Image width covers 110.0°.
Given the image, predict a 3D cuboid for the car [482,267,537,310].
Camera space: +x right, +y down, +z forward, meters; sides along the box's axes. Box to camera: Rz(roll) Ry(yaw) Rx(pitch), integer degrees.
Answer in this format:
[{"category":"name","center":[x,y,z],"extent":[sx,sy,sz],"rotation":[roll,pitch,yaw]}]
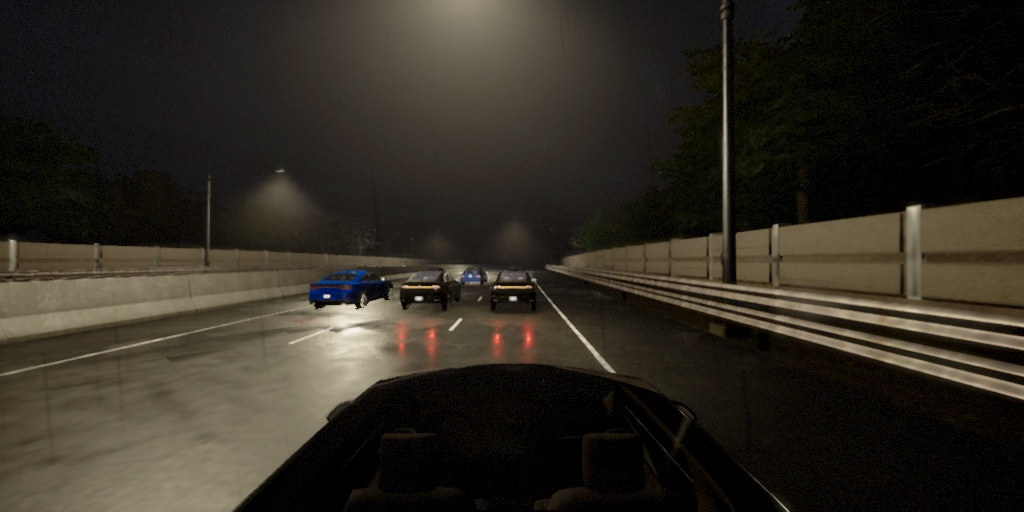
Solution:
[{"category":"car","center":[0.080,1.400,15.692],"extent":[2.128,1.511,4.902],"rotation":[0,-1,1]}]

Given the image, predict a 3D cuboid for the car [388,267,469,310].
[{"category":"car","center":[-3.420,1.400,15.732],"extent":[2.128,1.511,4.902],"rotation":[0,-1,1]}]

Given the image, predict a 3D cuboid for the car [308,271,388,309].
[{"category":"car","center":[-6.916,1.389,15.947],"extent":[1.882,1.535,5.008],"rotation":[0,0,1]}]

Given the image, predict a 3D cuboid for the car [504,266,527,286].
[{"category":"car","center":[0.345,1.627,30.542],"extent":[1.837,1.490,4.892],"rotation":[0,0,2]}]

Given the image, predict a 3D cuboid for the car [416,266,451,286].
[{"category":"car","center":[-6.650,1.649,30.790],"extent":[1.812,1.442,4.674],"rotation":[0,-1,2]}]

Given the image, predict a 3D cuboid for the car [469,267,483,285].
[{"category":"car","center":[-3.166,1.663,30.316],"extent":[2.033,1.411,5.357],"rotation":[0,-1,1]}]
